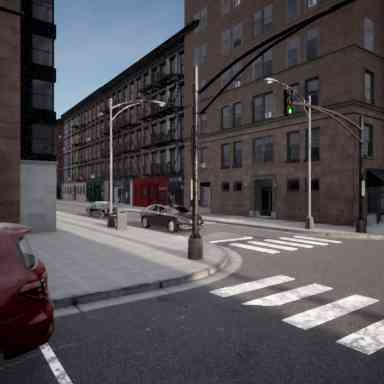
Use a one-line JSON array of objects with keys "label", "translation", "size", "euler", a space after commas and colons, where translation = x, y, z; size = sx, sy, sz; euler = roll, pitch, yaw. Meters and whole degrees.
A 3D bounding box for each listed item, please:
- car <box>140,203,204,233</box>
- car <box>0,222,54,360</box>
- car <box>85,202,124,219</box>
[{"label": "car", "translation": [-1.267, 1.438, 19.389], "size": [1.837, 1.490, 4.892], "euler": [0, 0, -37]}, {"label": "car", "translation": [-4.046, 1.315, 3.304], "size": [5.009, 1.841, 2.192], "euler": [0, 0, -35]}, {"label": "car", "translation": [-7.265, 1.486, 27.797], "size": [1.895, 1.301, 4.718], "euler": [0, 0, -36]}]
